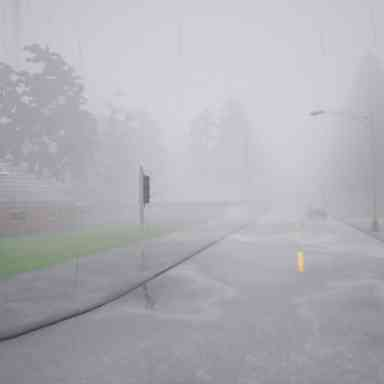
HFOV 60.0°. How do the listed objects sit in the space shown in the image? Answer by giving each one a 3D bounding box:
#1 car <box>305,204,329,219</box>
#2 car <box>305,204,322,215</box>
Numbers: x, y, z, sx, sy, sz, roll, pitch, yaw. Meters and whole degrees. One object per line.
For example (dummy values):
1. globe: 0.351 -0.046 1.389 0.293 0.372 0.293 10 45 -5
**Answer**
1. car: 13.947 2.183 37.004 1.812 1.442 4.674 -1 -1 18
2. car: 16.870 2.380 46.409 2.033 1.411 5.357 -1 -1 18
